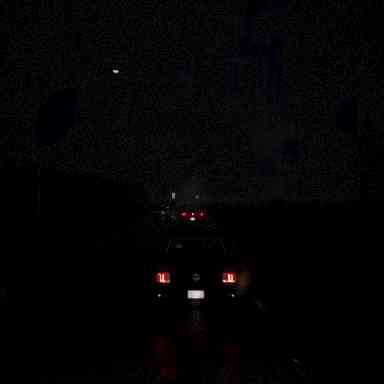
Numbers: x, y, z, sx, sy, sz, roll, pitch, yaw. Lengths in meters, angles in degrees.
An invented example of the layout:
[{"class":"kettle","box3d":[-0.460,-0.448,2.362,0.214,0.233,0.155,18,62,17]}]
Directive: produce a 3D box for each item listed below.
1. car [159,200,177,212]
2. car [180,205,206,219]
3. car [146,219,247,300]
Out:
[{"class":"car","box3d":[-2.882,1.695,41.479,1.994,1.385,4.181,0,-1,1]},{"class":"car","box3d":[0.043,1.623,25.829,1.895,1.301,4.718,0,0,0]},{"class":"car","box3d":[0.083,1.604,8.357,1.895,1.301,4.718,0,0,0]}]
